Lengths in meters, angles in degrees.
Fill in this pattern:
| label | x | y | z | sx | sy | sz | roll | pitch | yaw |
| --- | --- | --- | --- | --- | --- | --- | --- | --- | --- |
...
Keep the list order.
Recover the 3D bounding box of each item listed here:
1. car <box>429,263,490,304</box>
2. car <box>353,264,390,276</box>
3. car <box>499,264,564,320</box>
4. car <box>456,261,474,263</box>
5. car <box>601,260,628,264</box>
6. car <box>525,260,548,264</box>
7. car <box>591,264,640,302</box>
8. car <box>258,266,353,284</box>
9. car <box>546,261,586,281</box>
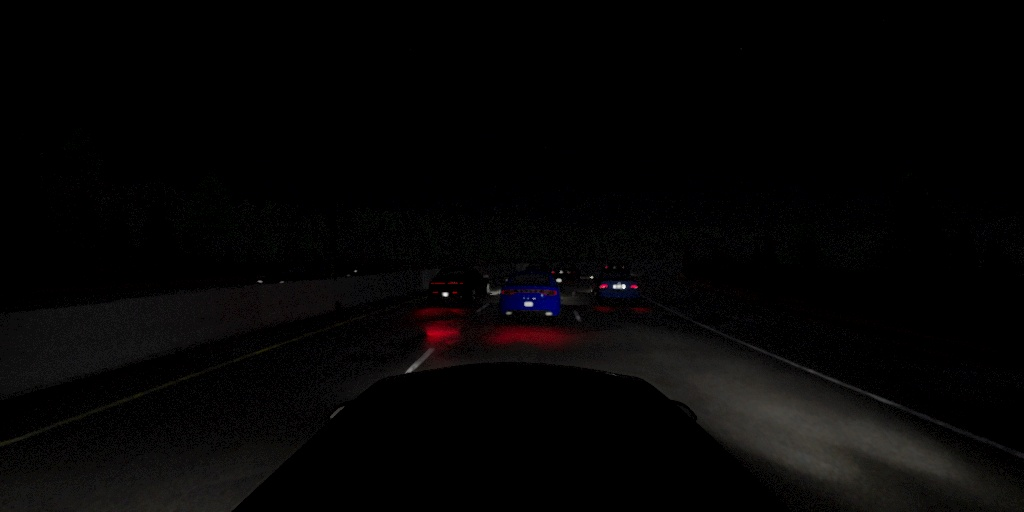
| label | x | y | z | sx | sy | sz | roll | pitch | yaw |
| --- | --- | --- | --- | --- | --- | --- | --- | --- | --- |
| car | -2.274 | 1.254 | 16.478 | 1.837 | 1.490 | 4.892 | 0 | 0 | 8 |
| car | -13.227 | 1.360 | 32.452 | 1.895 | 1.301 | 4.718 | 0 | 0 | 17 |
| car | 0.739 | 1.233 | 12.758 | 1.882 | 1.535 | 5.008 | 0 | 0 | 6 |
| car | -4.864 | 1.270 | 35.477 | 2.128 | 1.511 | 4.902 | 0 | 0 | 20 |
| car | 10.691 | 1.141 | 36.315 | 2.097 | 1.767 | 4.553 | 0 | 0 | 23 |
| car | 2.584 | 1.309 | 34.979 | 1.812 | 1.442 | 4.674 | 0 | 0 | 20 |
| car | 4.852 | 1.312 | 17.226 | 2.033 | 1.411 | 5.357 | 0 | 0 | 10 |
| car | -12.304 | 1.281 | 21.467 | 2.033 | 1.411 | 5.357 | 0 | 0 | 11 |
| car | 4.676 | 1.322 | 30.618 | 2.033 | 1.411 | 5.357 | 0 | 0 | 19 |
